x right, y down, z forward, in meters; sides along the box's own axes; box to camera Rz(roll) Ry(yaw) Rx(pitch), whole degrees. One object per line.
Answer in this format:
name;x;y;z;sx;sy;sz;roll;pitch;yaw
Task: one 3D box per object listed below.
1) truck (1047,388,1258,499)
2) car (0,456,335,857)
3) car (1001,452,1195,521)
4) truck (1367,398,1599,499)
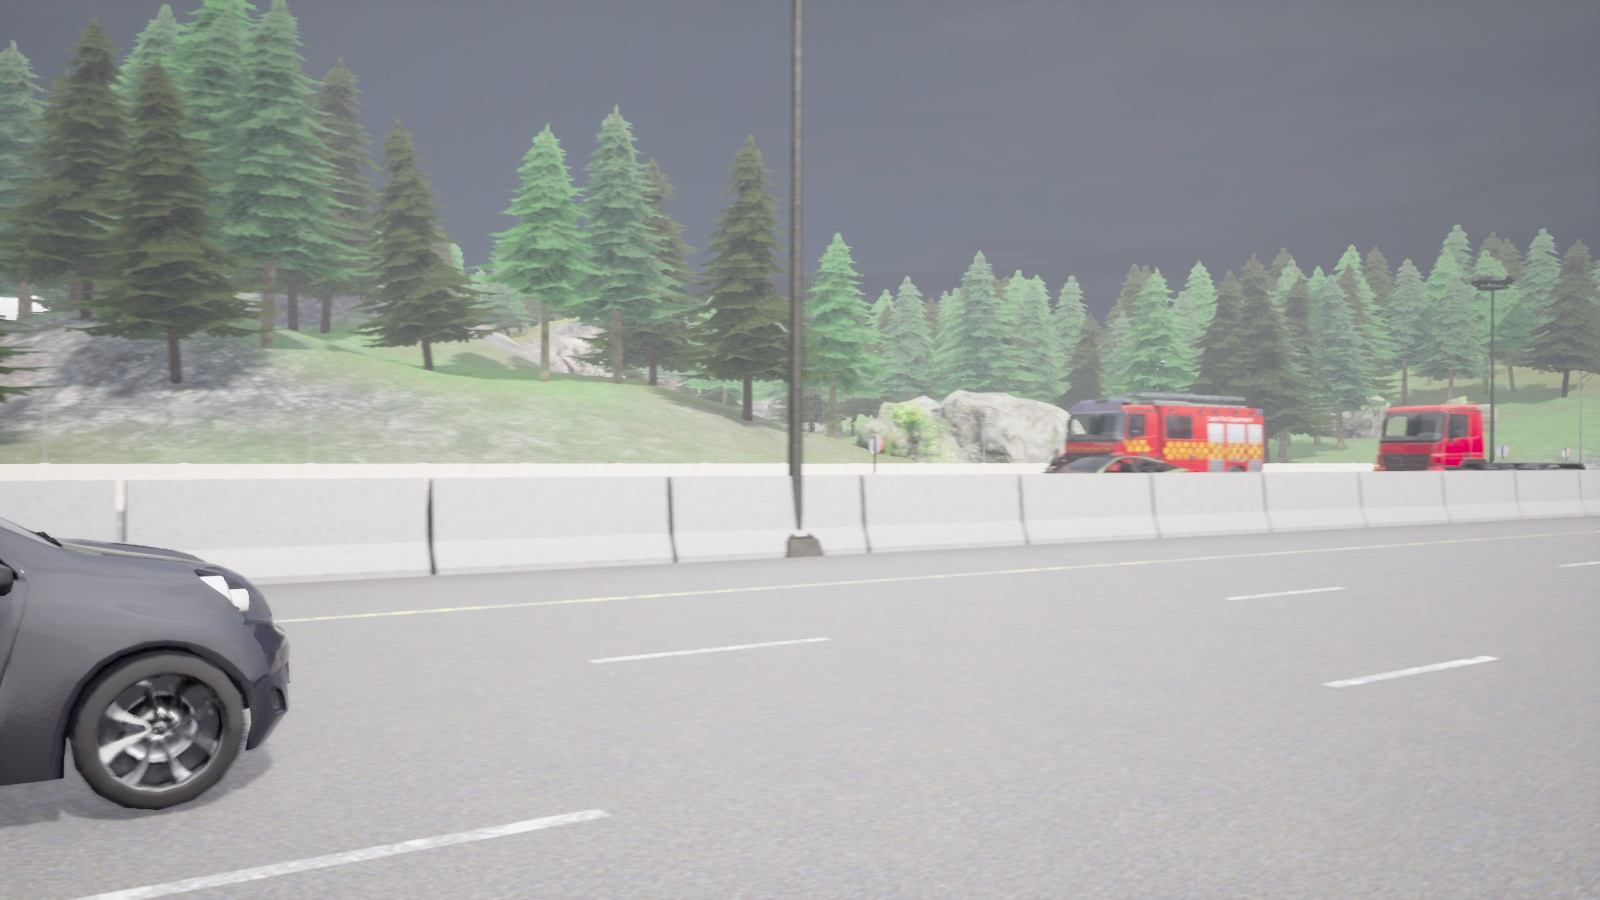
truck;13.313;-0.220;47.041;8.468;3.827;2.891;0;0;-35
car;-4.020;0.779;5.125;3.633;1.501;1.845;0;0;-35
car;7.137;0.818;29.947;4.514;1.525;2.007;0;0;-35
truck;24.731;-0.040;45.429;7.936;3.462;2.891;0;0;-20
